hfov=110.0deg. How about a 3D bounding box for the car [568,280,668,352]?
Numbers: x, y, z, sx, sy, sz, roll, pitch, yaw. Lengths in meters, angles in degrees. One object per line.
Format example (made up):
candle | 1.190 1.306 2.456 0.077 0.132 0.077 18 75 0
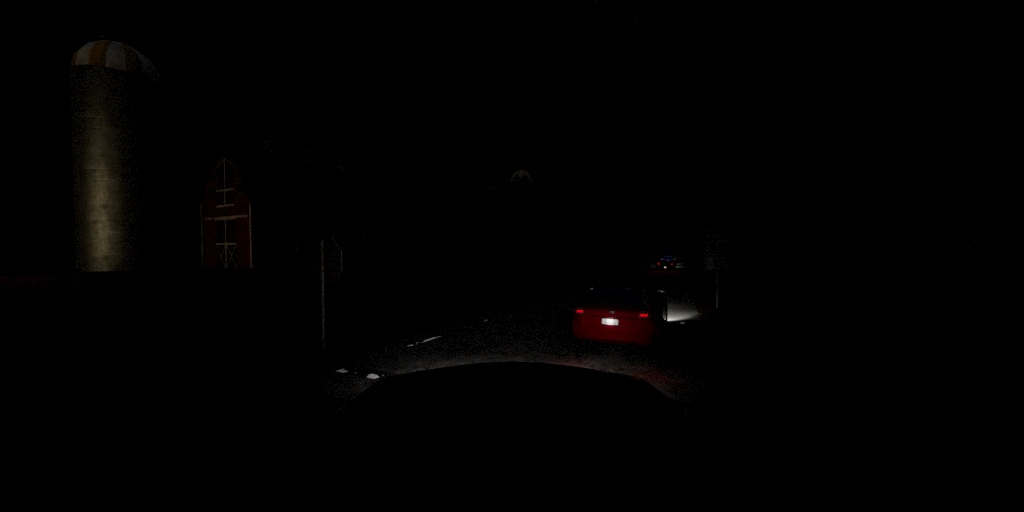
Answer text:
car | 2.847 1.306 9.141 1.994 1.385 4.181 0 0 25

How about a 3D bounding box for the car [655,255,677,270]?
car | 16.371 0.787 38.094 1.895 1.301 4.718 0 1 25
